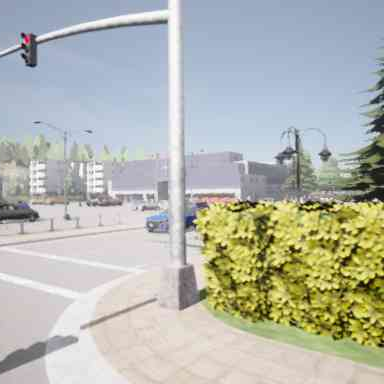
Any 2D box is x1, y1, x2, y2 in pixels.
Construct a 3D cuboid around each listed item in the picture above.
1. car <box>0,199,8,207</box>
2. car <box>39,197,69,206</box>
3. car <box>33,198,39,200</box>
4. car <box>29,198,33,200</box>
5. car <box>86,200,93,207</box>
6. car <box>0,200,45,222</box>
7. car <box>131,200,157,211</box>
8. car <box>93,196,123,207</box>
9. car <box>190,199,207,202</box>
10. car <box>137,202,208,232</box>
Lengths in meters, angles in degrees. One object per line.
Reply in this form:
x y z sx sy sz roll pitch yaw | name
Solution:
-39.812 2.165 66.891 2.007 1.523 4.514 -1 -1 35 | car
-27.326 1.901 67.016 2.152 1.636 5.027 -1 -1 35 | car
-32.730 2.057 70.489 1.970 1.475 3.806 -1 -1 35 | car
-22.189 1.829 41.026 1.845 1.501 3.633 -1 -1 35 | car
-16.926 1.670 59.566 1.905 1.878 3.866 -1 -1 35 | car
-14.447 1.667 26.105 2.007 1.523 4.514 -1 -1 35 | car
-6.038 1.753 42.978 1.970 1.475 3.806 -1 -1 35 | car
-14.324 1.656 58.210 1.932 1.855 4.605 -1 -1 35 | car
0.706 1.708 47.275 1.845 1.501 3.633 -1 -1 35 | car
-0.859 1.636 20.915 1.882 1.535 5.008 -1 0 35 | car
